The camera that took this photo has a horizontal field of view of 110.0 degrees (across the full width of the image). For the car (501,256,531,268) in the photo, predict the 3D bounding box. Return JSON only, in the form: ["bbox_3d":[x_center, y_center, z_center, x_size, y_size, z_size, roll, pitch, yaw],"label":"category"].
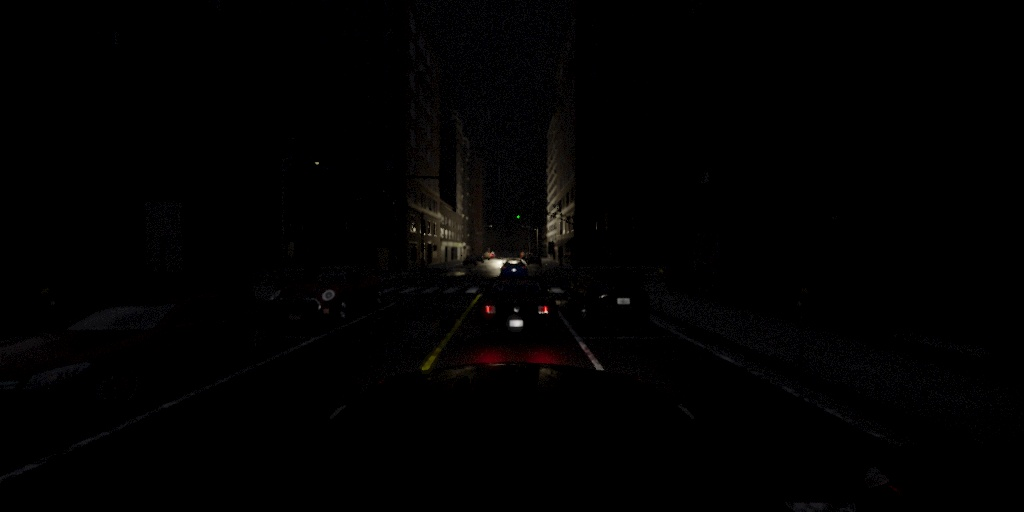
[{"bbox_3d":[0.150,0.944,27.387,1.994,1.385,4.181,0,0,0],"label":"car"}]

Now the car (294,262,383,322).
[{"bbox_3d":[-5.650,1.035,11.329,1.967,1.591,4.097,0,0,0],"label":"car"}]

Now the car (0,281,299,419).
[{"bbox_3d":[-5.661,1.266,5.828,1.802,1.307,4.207,0,0,0],"label":"car"}]

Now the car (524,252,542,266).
[{"bbox_3d":[2.983,0.472,48.396,1.967,1.591,4.097,0,0,0],"label":"car"}]

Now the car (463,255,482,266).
[{"bbox_3d":[-5.542,0.614,48.426,1.802,1.307,4.207,0,0,0],"label":"car"}]

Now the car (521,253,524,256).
[{"bbox_3d":[3.024,0.428,59.212,2.007,1.370,4.403,0,0,0],"label":"car"}]

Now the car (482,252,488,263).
[{"bbox_3d":[-5.501,0.428,59.241,2.007,1.370,4.403,0,0,0],"label":"car"}]

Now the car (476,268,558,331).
[{"bbox_3d":[0.115,1.212,10.390,1.895,1.301,4.718,0,1,0],"label":"car"}]

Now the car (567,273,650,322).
[{"bbox_3d":[2.876,1.162,11.312,1.948,1.339,4.313,0,0,0],"label":"car"}]

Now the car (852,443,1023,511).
[{"bbox_3d":[2.854,1.323,0.311,2.007,1.370,4.403,0,0,0],"label":"car"}]
